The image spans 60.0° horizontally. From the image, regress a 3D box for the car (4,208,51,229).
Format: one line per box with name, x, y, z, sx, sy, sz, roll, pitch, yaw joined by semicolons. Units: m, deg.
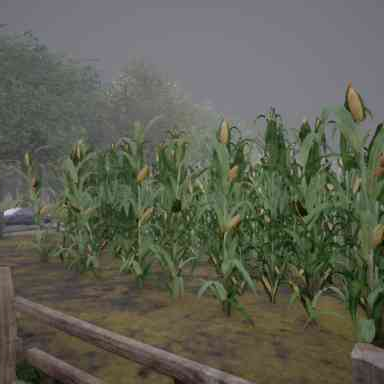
car;-12.529;1.860;24.051;1.812;1.442;4.674;0;-1;34
